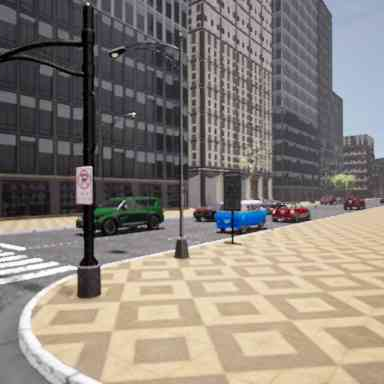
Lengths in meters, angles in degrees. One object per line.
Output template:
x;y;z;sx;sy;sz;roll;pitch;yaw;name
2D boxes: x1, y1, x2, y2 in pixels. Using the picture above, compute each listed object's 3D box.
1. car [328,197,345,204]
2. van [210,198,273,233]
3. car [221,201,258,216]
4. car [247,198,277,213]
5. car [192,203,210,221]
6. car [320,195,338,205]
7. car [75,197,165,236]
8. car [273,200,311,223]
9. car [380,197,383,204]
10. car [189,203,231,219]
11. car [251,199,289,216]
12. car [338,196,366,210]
28.946;1.731;66.646;2.008;1.369;4.403;0;0;38;car
3.043;1.430;19.959;1.690;1.788;3.998;0;0;38;van
5.168;1.684;35.802;1.887;1.381;4.507;0;0;38;car
8.564;1.583;40.209;1.967;1.590;4.097;0;0;38;car
2.144;1.722;27.834;1.895;1.301;4.718;0;0;38;car
25.548;1.488;62.241;2.192;1.841;5.009;0;0;38;car
-4.060;1.338;19.757;2.150;2.045;5.566;0;0;39;car
8.011;1.534;26.584;1.967;1.590;4.097;0;0;38;car
38.583;1.711;66.240;1.947;1.339;4.313;-1;0;38;car
1.771;1.718;31.395;1.802;1.307;4.206;0;0;38;car
8.515;1.619;36.082;2.128;1.511;4.902;0;0;38;car
21.598;1.426;44.210;2.192;1.841;5.009;0;0;38;car
